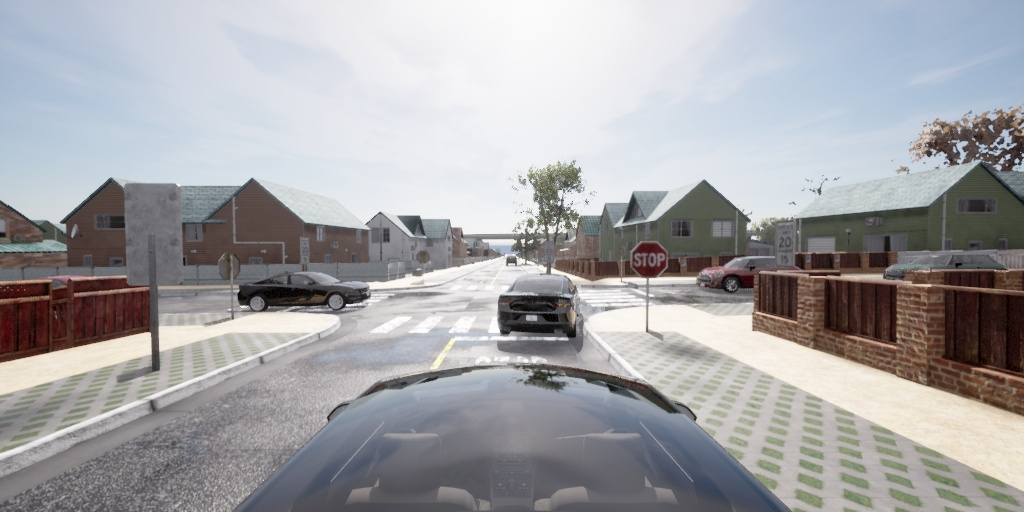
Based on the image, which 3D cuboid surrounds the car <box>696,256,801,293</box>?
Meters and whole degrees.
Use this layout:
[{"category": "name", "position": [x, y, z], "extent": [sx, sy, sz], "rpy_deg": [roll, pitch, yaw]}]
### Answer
[{"category": "car", "position": [11.786, 0.818, 17.975], "extent": [4.553, 1.767, 2.097], "rpy_deg": [-1, 2, 0]}]

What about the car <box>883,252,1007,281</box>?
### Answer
[{"category": "car", "position": [21.681, 0.644, 18.059], "extent": [4.553, 1.767, 2.097], "rpy_deg": [-1, 2, 0]}]

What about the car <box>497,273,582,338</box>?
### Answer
[{"category": "car", "position": [0.947, 1.223, 10.351], "extent": [1.882, 1.535, 5.008], "rpy_deg": [0, 0, 12]}]

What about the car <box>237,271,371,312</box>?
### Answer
[{"category": "car", "position": [-8.485, 1.375, 14.866], "extent": [5.008, 1.535, 1.882], "rpy_deg": [-1, 2, 0]}]

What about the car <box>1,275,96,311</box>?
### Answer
[{"category": "car", "position": [-18.038, 1.545, 14.791], "extent": [5.008, 1.535, 1.882], "rpy_deg": [-1, 2, 0]}]
